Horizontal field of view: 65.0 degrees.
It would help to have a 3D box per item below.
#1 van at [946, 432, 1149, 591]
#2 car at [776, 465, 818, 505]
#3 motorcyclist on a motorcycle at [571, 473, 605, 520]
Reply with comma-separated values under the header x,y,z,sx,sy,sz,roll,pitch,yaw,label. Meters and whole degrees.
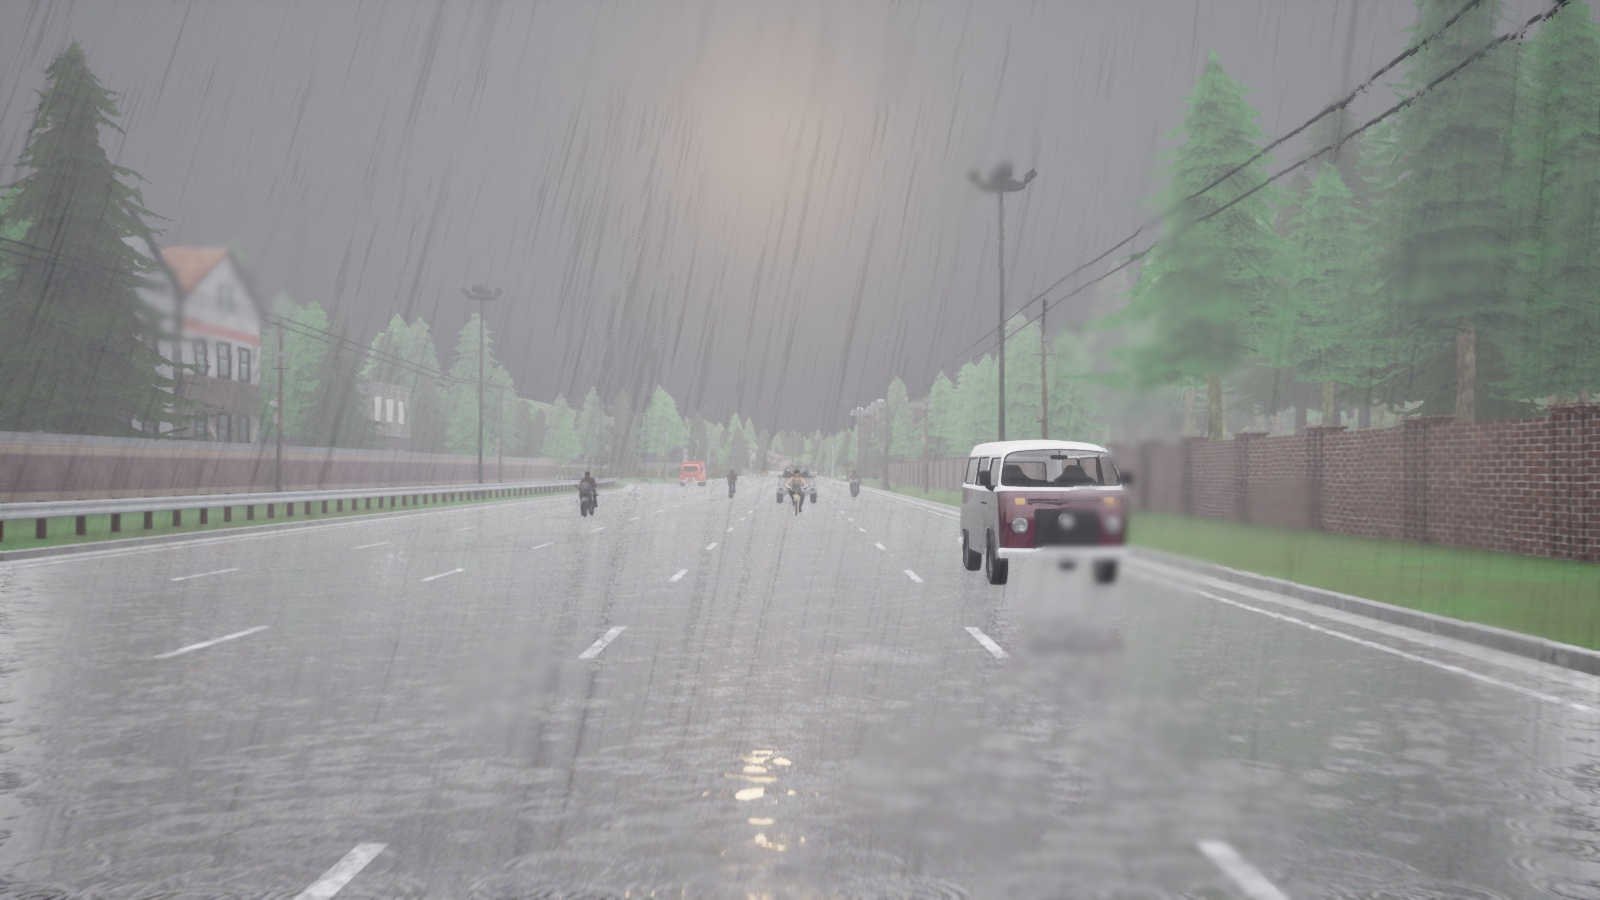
x,y,z,sx,sy,sz,roll,pitch,yaw,label
3.454,0.833,18.445,2.069,2.038,4.480,0,-1,0,van
-0.148,1.658,61.316,1.932,1.855,4.605,0,0,0,car
-7.101,1.531,42.105,0.797,1.523,2.044,0,-1,0,motorcyclist on a motorcycle
